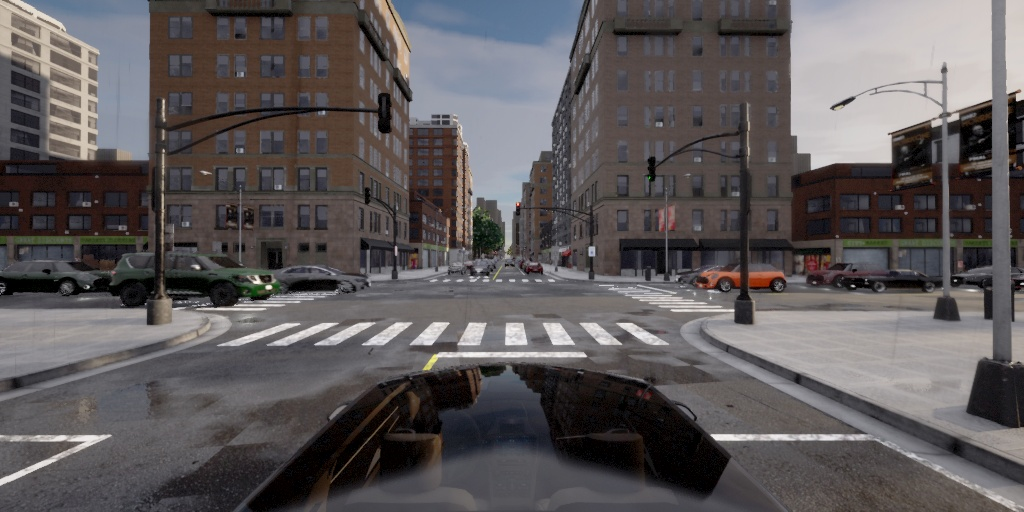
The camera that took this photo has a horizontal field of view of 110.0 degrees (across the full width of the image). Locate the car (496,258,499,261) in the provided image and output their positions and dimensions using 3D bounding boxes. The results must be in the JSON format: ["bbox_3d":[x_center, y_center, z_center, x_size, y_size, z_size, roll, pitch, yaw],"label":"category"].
[{"bbox_3d":[-3.487,1.317,57.776,1.837,1.490,4.892,0,0,0],"label":"car"}]

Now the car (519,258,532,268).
[{"bbox_3d":[2.334,1.322,51.123,1.751,1.417,4.829,0,0,-1],"label":"car"}]

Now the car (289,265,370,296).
[{"bbox_3d":[-9.838,1.196,18.207,4.902,1.511,2.128,0,0,-11],"label":"car"}]

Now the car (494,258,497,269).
[{"bbox_3d":[-3.376,1.336,47.395,2.033,1.411,5.357,0,0,-1],"label":"car"}]

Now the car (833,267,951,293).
[{"bbox_3d":[22.377,1.469,21.232,4.718,1.301,1.895,0,0,-1],"label":"car"}]

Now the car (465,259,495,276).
[{"bbox_3d":[-3.268,1.265,37.591,2.128,1.511,4.902,0,0,0],"label":"car"}]

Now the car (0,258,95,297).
[{"bbox_3d":[-21.794,1.000,17.440,4.553,1.767,2.097,0,0,0],"label":"car"}]

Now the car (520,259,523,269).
[{"bbox_3d":[2.399,1.351,45.446,1.948,1.339,4.313,0,0,-1],"label":"car"}]

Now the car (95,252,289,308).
[{"bbox_3d":[-12.446,0.884,14.257,5.566,2.045,2.150,0,0,0],"label":"car"}]

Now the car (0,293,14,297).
[{"bbox_3d":[-5.855,1.189,1.486,1.967,1.591,4.097,0,0,0],"label":"car"}]

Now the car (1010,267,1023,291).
[{"bbox_3d":[32.315,1.477,21.303,4.181,1.385,1.994,0,0,-1],"label":"car"}]

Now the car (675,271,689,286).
[{"bbox_3d":[13.691,1.346,24.431,4.902,1.511,2.128,0,0,0],"label":"car"}]

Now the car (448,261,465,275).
[{"bbox_3d":[-6.064,1.326,39.847,2.007,1.370,4.403,0,0,-1],"label":"car"}]

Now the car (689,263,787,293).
[{"bbox_3d":[13.391,1.180,21.163,4.553,1.767,2.097,0,0,0],"label":"car"}]

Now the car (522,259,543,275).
[{"bbox_3d":[2.461,1.322,39.940,1.888,1.381,4.507,0,0,-1],"label":"car"}]

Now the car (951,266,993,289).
[{"bbox_3d":[32.769,1.446,24.556,4.892,1.490,1.837,0,0,0],"label":"car"}]

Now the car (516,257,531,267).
[{"bbox_3d":[2.273,1.124,56.459,2.192,1.841,5.009,0,0,-1],"label":"car"}]

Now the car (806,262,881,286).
[{"bbox_3d":[22.885,1.248,24.486,4.553,1.767,2.097,0,0,-1],"label":"car"}]
